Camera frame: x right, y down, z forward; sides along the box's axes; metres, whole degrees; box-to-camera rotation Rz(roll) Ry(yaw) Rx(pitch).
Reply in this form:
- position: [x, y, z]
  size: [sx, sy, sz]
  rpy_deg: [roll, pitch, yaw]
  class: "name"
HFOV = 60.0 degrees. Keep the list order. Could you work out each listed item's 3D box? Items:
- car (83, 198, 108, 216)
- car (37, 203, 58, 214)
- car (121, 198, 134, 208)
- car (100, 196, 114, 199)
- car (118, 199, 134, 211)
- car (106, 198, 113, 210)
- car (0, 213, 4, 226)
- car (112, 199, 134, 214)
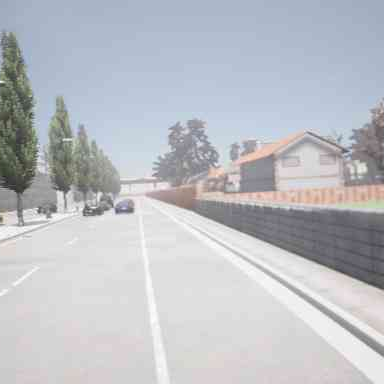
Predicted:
- position: [-11.341, 1.916, 38.331]
  size: [2.128, 1.511, 4.902]
  rpy_deg: [-3, 0, -9]
  class: "car"
- position: [-21.333, 2.422, 49.190]
  size: [1.882, 1.535, 5.008]
  rpy_deg: [-3, -1, -9]
  class: "car"
- position: [-10.975, 1.848, 56.876]
  size: [1.994, 1.385, 4.181]
  rpy_deg: [-3, 0, -9]
  class: "car"
- position: [-14.446, 1.714, 56.329]
  size: [2.150, 2.045, 5.566]
  rpy_deg: [-3, 0, -9]
  class: "car"
- position: [-9.399, 1.796, 47.844]
  size: [2.033, 1.411, 5.357]
  rpy_deg: [-3, 0, -9]
  class: "car"
- position: [-12.813, 2.020, 47.077]
  size: [1.994, 1.385, 4.181]
  rpy_deg: [-3, 0, -9]
  class: "car"
- position: [-18.026, 2.360, 28.712]
  size: [1.882, 1.535, 5.008]
  rpy_deg: [-3, 0, -9]
  class: "car"
- position: [-7.874, 1.780, 38.793]
  size: [1.994, 1.385, 4.181]
  rpy_deg: [-3, 0, -9]
  class: "car"
